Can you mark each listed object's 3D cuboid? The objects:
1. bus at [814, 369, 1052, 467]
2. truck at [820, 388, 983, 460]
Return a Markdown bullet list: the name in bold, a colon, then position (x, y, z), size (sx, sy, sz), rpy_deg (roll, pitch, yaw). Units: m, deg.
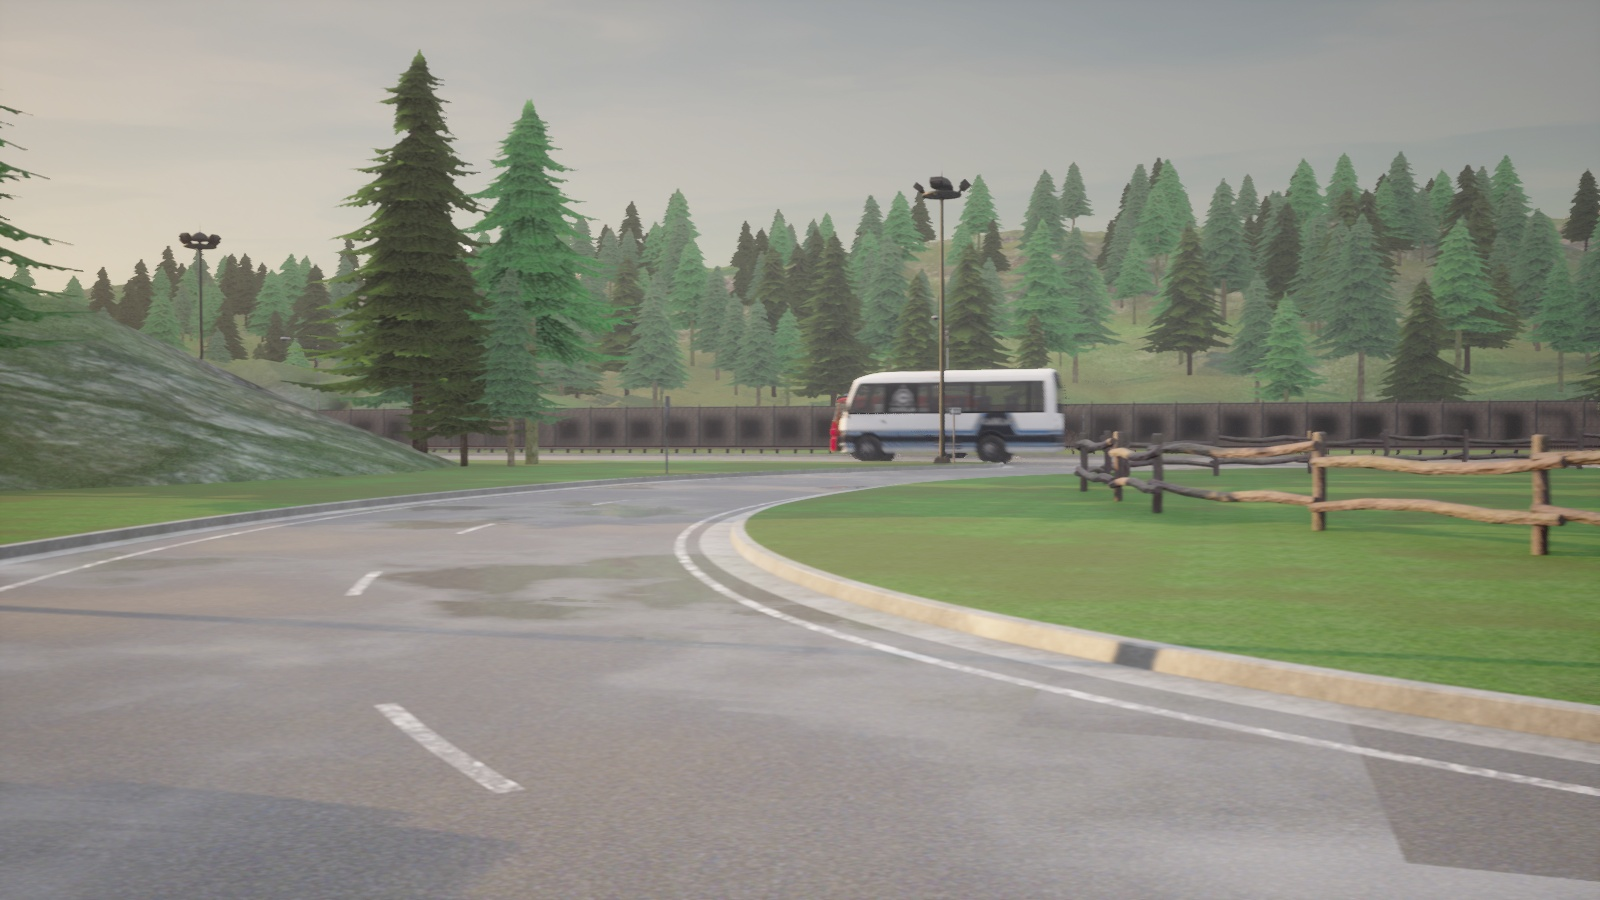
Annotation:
- **bus**: position (6.162, -1.454, 57.900), size (10.273, 4.253, 3.944), rpy_deg (1, 1, 18)
- **truck**: position (5.595, -1.425, 69.157), size (8.468, 3.827, 2.891), rpy_deg (1, 1, 18)
